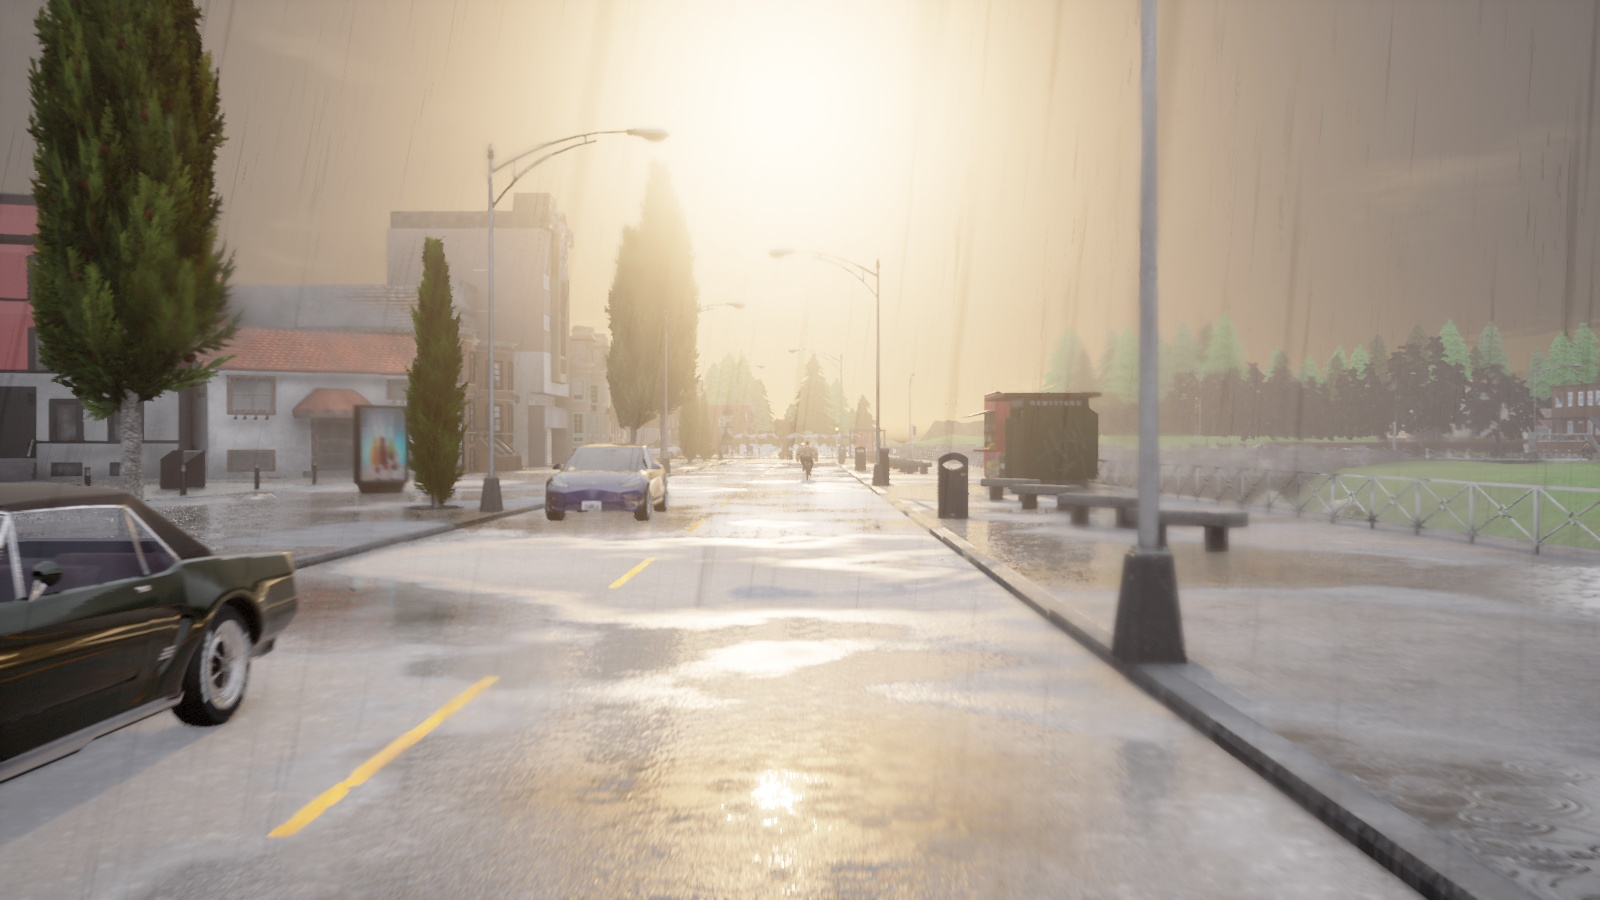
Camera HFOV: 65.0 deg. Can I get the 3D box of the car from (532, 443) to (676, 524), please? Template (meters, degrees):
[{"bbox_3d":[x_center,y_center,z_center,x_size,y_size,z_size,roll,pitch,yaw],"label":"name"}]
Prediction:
[{"bbox_3d":[-3.843,0.600,25.492,2.163,1.488,4.792,0,0,0],"label":"car"}]

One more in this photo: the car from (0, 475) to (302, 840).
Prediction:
[{"bbox_3d":[-3.955,0.814,5.196,1.895,1.301,4.718,0,0,0],"label":"car"}]
